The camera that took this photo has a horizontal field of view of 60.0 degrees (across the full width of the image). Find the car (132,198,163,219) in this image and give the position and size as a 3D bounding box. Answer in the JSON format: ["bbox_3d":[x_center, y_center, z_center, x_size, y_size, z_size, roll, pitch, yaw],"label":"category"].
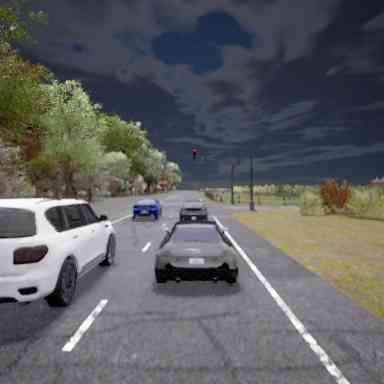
[{"bbox_3d":[-3.391,1.222,26.010,1.882,1.535,5.008,0,1,0],"label":"car"}]

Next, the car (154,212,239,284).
[{"bbox_3d":[0.101,1.470,9.274,1.994,1.385,4.181,0,0,0],"label":"car"}]

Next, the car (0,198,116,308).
[{"bbox_3d":[-3.398,1.144,7.866,2.150,2.045,5.566,0,1,0],"label":"car"}]

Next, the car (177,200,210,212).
[{"bbox_3d":[0.107,1.288,21.937,1.837,1.490,4.892,0,0,0],"label":"car"}]
